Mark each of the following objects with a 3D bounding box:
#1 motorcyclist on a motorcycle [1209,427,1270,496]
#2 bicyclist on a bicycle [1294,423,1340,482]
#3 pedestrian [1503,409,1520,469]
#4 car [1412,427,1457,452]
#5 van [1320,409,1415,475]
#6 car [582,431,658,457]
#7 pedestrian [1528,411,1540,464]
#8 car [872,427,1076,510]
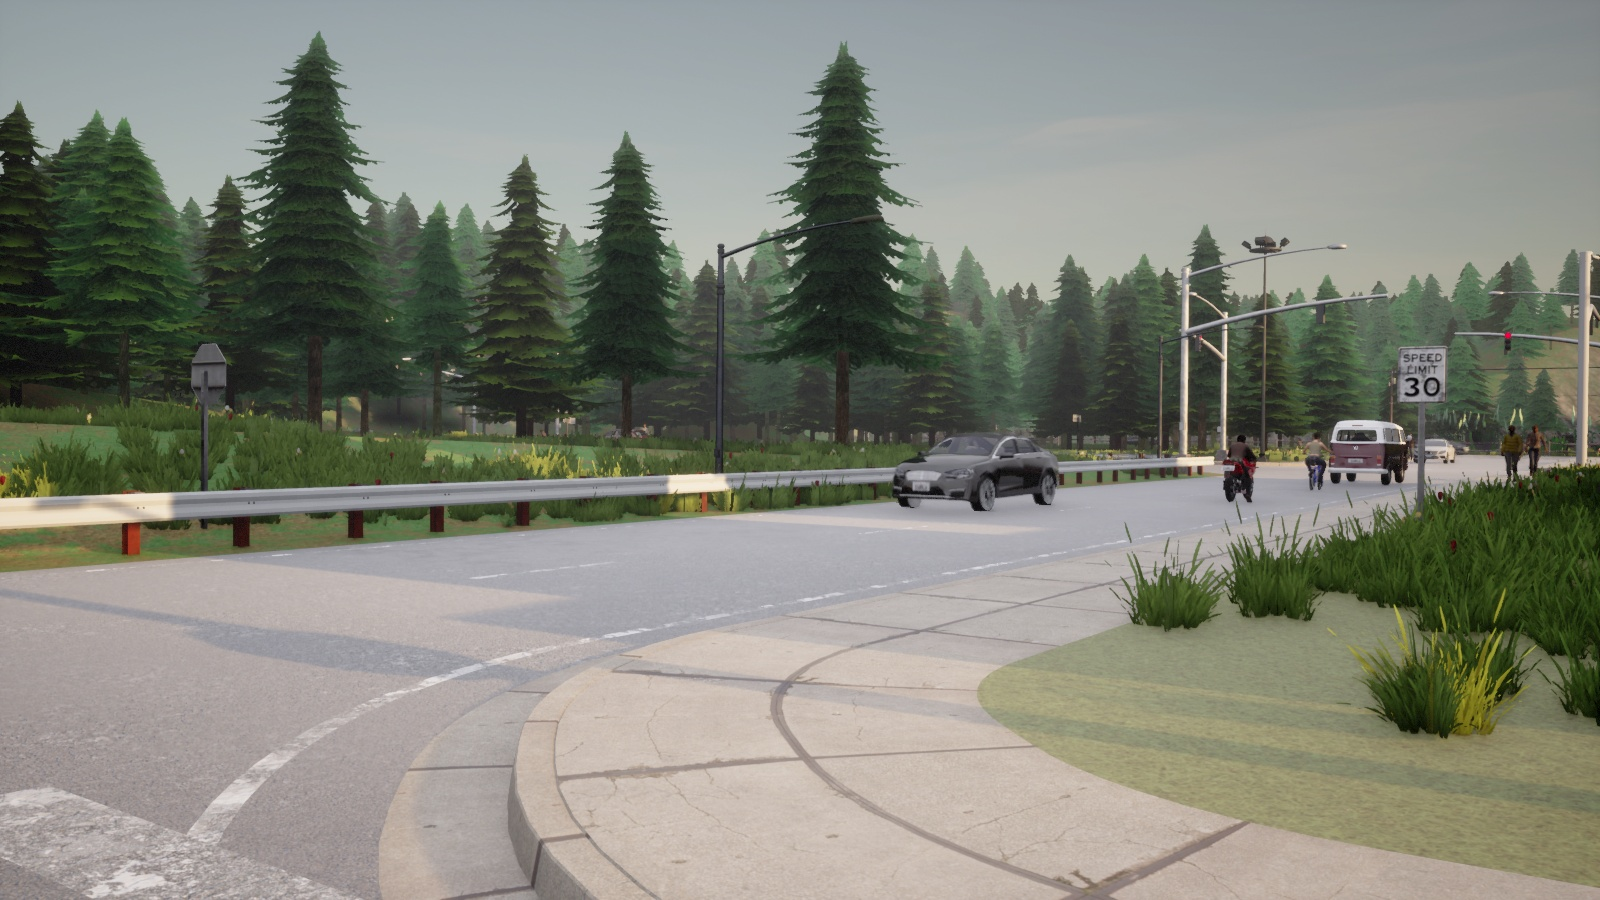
[{"bbox_3d":[10.023,0.232,28.611,0.797,1.523,2.044,0,1,35],"label":"motorcyclist on a motorcycle"},{"bbox_3d":[14.401,0.060,34.965,0.866,1.612,1.509,0,1,35],"label":"bicyclist on a bicycle"},{"bbox_3d":[21.934,-0.340,38.710,0.370,1.835,0.726,0,1,38],"label":"pedestrian"},{"bbox_3d":[38.302,-0.624,75.763,1.812,1.442,4.674,0,1,35],"label":"car"},{"bbox_3d":[18.592,-0.274,41.030,2.069,2.038,4.480,0,1,35],"label":"van"},{"bbox_3d":[-11.951,-0.394,83.249,4.856,1.649,2.033,0,1,36],"label":"car"},{"bbox_3d":[25.053,-0.425,42.855,0.328,1.805,0.869,0,1,32],"label":"pedestrian"},{"bbox_3d":[3.647,0.306,25.533,2.128,1.511,4.902,0,1,35],"label":"car"}]
